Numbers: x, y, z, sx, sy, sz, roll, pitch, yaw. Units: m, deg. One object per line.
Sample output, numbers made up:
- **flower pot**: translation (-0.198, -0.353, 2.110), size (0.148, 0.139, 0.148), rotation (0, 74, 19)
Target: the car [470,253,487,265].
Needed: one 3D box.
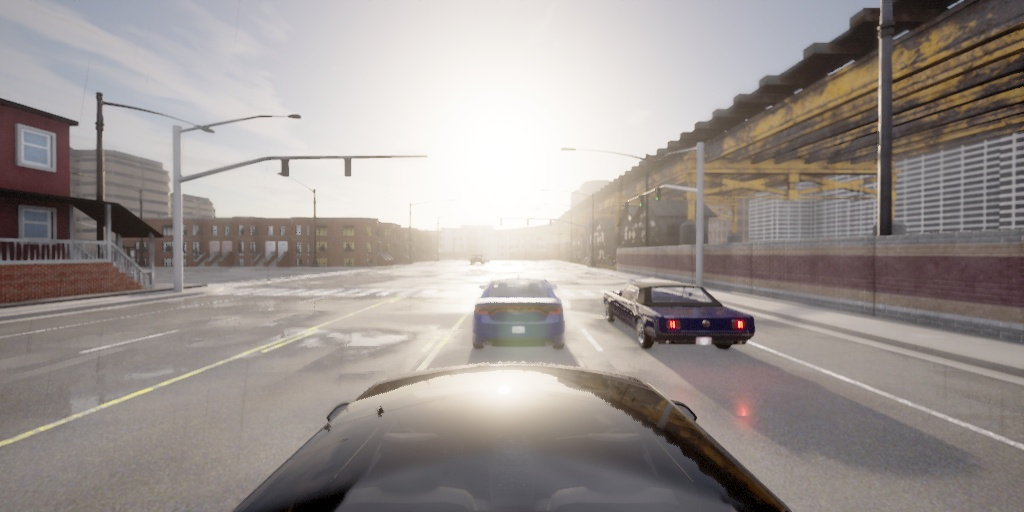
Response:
- **car**: translation (-6.216, 0.491, 64.548), size (2.150, 2.045, 5.566), rotation (0, 1, 1)

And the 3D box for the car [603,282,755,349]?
- **car**: translation (3.656, 1.295, 8.961), size (1.895, 1.301, 4.718), rotation (0, 0, 1)

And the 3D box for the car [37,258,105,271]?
- **car**: translation (-50.126, 1.003, 40.820), size (5.357, 1.411, 2.033), rotation (0, 0, 1)

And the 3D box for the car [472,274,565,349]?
- **car**: translation (0.157, 1.172, 9.000), size (1.882, 1.535, 5.008), rotation (0, 0, 1)
